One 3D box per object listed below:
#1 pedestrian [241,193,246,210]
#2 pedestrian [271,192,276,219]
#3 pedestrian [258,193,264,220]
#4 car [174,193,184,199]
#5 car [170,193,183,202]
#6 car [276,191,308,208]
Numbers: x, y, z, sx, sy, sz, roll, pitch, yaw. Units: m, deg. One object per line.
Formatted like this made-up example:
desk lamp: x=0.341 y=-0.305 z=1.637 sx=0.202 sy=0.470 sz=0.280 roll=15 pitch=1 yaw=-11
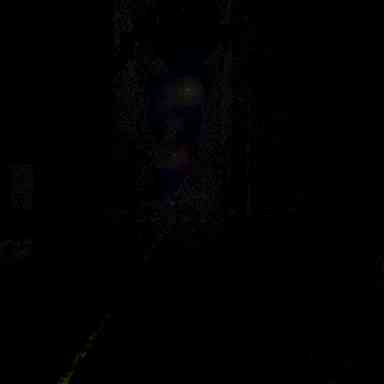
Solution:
pedestrian: x=3.629 y=0.960 z=23.633 sx=0.375 sy=1.860 sz=0.375 roll=0 pitch=1 yaw=0
pedestrian: x=5.630 y=0.937 z=23.033 sx=0.375 sy=1.860 sz=0.375 roll=0 pitch=1 yaw=0
pedestrian: x=4.630 y=0.957 z=22.433 sx=0.375 sy=1.860 sz=0.375 roll=0 pitch=1 yaw=0
car: x=-3.019 y=0.970 z=78.499 sx=2.033 sy=1.411 sz=5.357 roll=0 pitch=0 yaw=0
car: x=-3.045 y=1.091 z=63.005 sx=1.994 sy=1.385 sz=4.181 roll=0 pitch=0 yaw=1
car: x=12.074 y=0.831 z=37.271 sx=5.009 sy=1.841 sz=2.192 roll=-1 pitch=2 yaw=0
